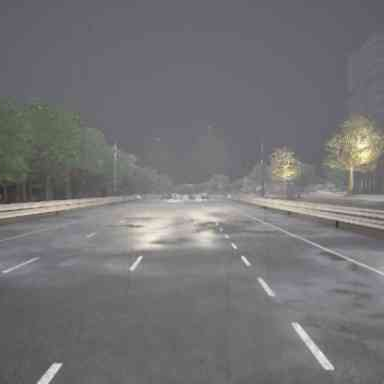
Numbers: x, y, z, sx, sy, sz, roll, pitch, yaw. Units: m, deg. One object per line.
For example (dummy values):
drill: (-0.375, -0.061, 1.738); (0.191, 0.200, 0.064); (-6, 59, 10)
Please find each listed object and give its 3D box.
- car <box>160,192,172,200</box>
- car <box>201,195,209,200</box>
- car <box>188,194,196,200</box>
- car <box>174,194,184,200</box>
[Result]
car: (-7.017, 1.228, 86.319); (2.097, 1.767, 4.553); (0, 0, 0)
car: (3.483, 1.396, 85.933); (2.128, 1.511, 4.902); (0, 0, 0)
car: (-0.017, 1.410, 85.932); (2.033, 1.411, 5.357); (0, 0, 0)
car: (-3.517, 1.398, 86.348); (1.812, 1.442, 4.674); (0, 0, 0)
